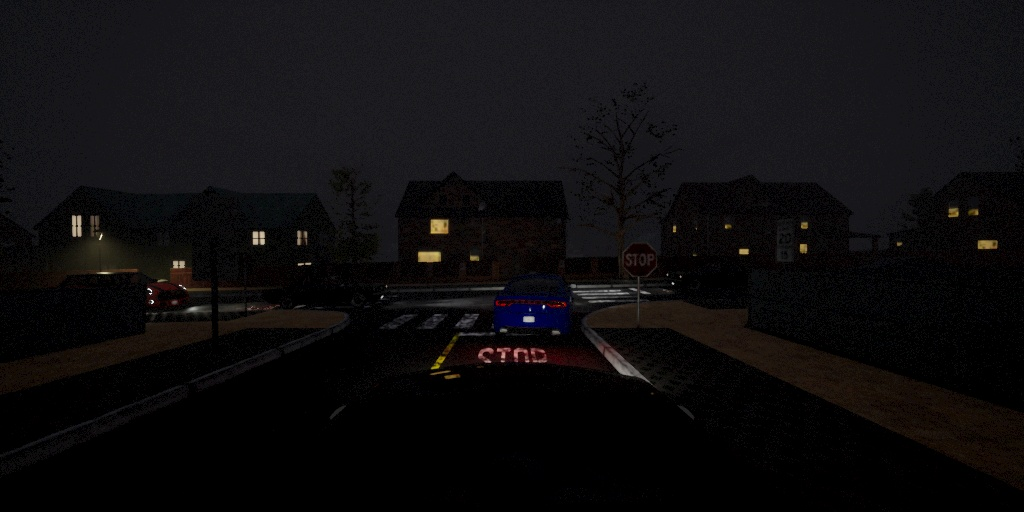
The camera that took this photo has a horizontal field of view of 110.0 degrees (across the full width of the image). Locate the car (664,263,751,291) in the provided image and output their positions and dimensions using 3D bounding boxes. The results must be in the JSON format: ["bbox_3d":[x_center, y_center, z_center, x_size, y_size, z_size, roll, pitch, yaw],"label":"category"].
[{"bbox_3d":[10.417,1.034,18.370,4.718,1.301,1.895,-1,1,-1],"label":"car"}]

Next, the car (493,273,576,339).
[{"bbox_3d":[0.790,1.226,10.239,1.882,1.535,5.008,0,0,10],"label":"car"}]

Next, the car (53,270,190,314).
[{"bbox_3d":[-16.793,1.471,15.446,4.553,1.767,2.097,-1,1,0],"label":"car"}]

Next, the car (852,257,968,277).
[{"bbox_3d":[20.063,0.753,18.403,5.357,1.411,2.033,-1,1,0],"label":"car"}]

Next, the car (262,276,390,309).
[{"bbox_3d":[-7.806,1.506,15.450,4.718,1.301,1.895,-1,1,0],"label":"car"}]
